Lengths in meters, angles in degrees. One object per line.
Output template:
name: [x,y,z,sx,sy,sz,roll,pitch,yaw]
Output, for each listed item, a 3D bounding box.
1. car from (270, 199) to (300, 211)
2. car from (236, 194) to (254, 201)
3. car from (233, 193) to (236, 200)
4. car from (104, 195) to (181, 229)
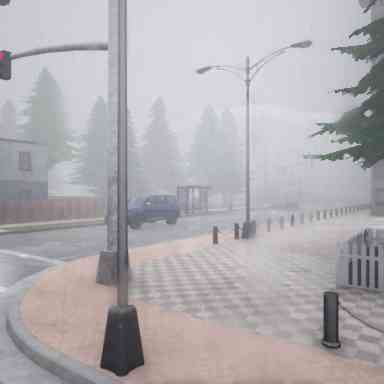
car: [11.492,1.532,40.784,2.033,1.411,5.357,0,0,38]
car: [12.826,1.143,78.062,1.932,1.855,4.605,0,0,36]
car: [10.561,1.145,79.221,1.905,1.878,3.866,0,0,36]
car: [-3.048,1.203,21.744,2.150,2.045,5.566,0,0,37]
